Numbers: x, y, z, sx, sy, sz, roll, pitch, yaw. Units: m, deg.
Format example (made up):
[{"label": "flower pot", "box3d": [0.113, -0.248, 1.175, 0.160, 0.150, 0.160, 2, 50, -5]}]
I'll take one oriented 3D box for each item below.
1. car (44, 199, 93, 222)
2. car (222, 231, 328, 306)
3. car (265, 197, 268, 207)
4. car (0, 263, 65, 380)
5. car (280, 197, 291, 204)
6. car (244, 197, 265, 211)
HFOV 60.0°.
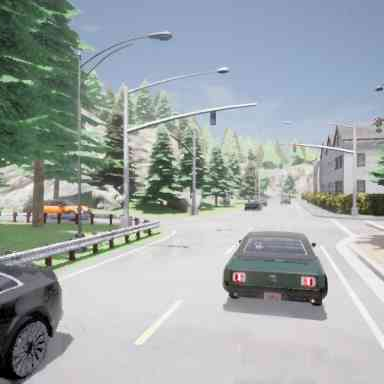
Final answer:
[{"label": "car", "box3d": [-10.266, 1.367, 26.566, 4.553, 1.767, 2.097, 0, 0, 16]}, {"label": "car", "box3d": [2.059, 1.601, 8.143, 1.895, 1.301, 4.718, 0, 0, 16]}, {"label": "car", "box3d": [10.865, 1.492, 52.435, 2.128, 1.511, 4.902, 0, 0, 16]}, {"label": "car", "box3d": [-3.167, 1.491, 2.897, 2.128, 1.511, 4.902, 0, 0, 14]}, {"label": "car", "box3d": [17.363, 1.547, 61.779, 2.033, 1.411, 5.357, 0, 0, 16]}, {"label": "car", "box3d": [7.652, 1.601, 41.243, 1.895, 1.301, 4.718, 0, 0, 16]}]
